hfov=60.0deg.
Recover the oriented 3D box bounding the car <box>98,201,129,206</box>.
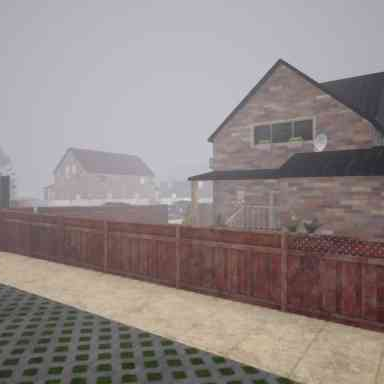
[{"bbox_3d":[-7.437,1.641,30.300,1.837,1.490,4.892,0,-1,35],"label":"car"}]

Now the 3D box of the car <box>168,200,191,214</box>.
[{"bbox_3d":[-1.116,1.709,39.149,1.837,1.490,4.892,0,0,35],"label":"car"}]
